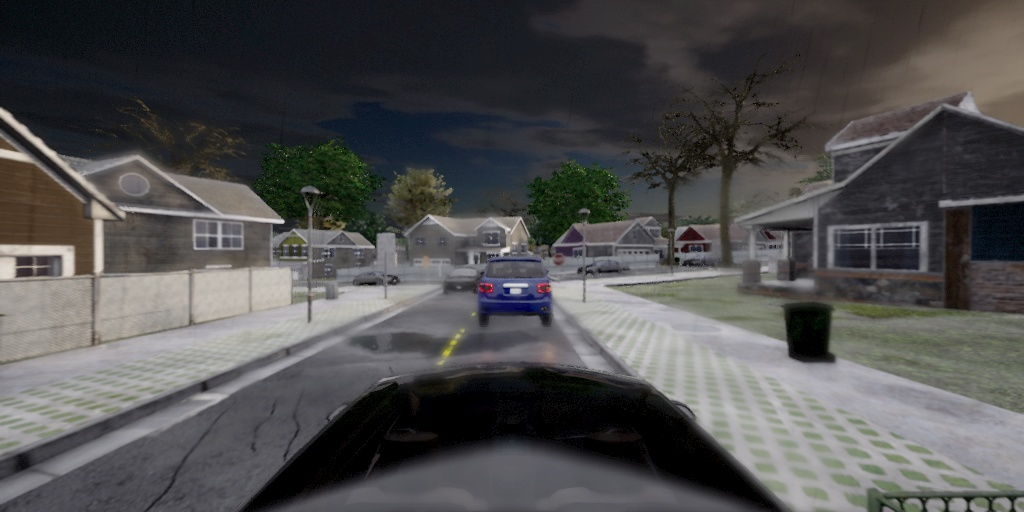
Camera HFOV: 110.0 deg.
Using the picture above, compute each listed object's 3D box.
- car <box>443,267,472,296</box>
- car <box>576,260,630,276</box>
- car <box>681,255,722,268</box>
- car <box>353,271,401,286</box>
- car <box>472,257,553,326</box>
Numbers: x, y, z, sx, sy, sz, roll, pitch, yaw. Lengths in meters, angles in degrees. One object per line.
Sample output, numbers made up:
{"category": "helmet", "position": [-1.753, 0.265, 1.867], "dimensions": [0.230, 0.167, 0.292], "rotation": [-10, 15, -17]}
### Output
{"category": "car", "position": [-2.753, 1.386, 21.073], "dimensions": [1.882, 1.535, 5.008], "rotation": [0, -1, 0]}
{"category": "car", "position": [8.934, 1.089, 34.875], "dimensions": [5.357, 1.411, 2.033], "rotation": [-2, 2, -23]}
{"category": "car", "position": [21.855, 0.583, 40.881], "dimensions": [5.357, 1.411, 2.033], "rotation": [-2, 1, -25]}
{"category": "car", "position": [-11.968, 2.006, 31.704], "dimensions": [4.181, 1.385, 1.994], "rotation": [-2, 0, 21]}
{"category": "car", "position": [0.098, 1.055, 12.148], "dimensions": [2.150, 2.045, 5.566], "rotation": [0, -1, 0]}
